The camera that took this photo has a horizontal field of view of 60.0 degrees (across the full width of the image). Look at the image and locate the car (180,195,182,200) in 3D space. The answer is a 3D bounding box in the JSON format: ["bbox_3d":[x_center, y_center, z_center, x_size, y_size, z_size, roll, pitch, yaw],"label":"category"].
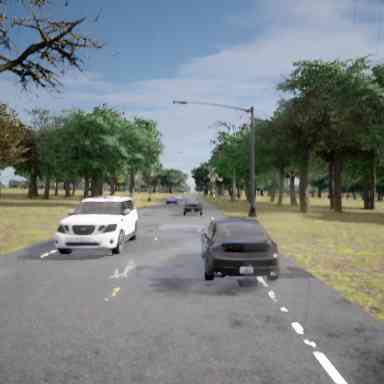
[{"bbox_3d":[-3.402,1.496,84.499,1.812,1.442,4.674,0,0,0],"label":"car"}]

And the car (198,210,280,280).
[{"bbox_3d":[1.235,1.504,9.883,1.837,1.490,4.892,0,0,0],"label":"car"}]

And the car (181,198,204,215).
[{"bbox_3d":[0.096,1.511,33.767,1.837,1.490,4.892,0,0,1],"label":"car"}]

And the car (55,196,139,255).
[{"bbox_3d":[-3.585,1.220,13.643,2.150,2.045,5.566,0,0,0],"label":"car"}]

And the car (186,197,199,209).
[{"bbox_3d":[0.091,1.535,47.658,1.812,1.442,4.674,0,0,1],"label":"car"}]

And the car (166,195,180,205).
[{"bbox_3d":[-3.501,1.483,57.821,1.882,1.535,5.008,0,0,0],"label":"car"}]
